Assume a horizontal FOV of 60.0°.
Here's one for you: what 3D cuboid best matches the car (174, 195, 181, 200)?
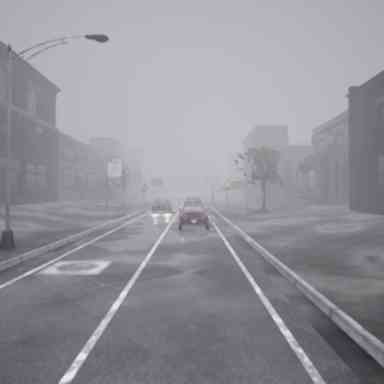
[{"bbox_3d":[-2.953,1.340,75.376,1.812,1.442,4.674,0,-1,0],"label":"car"}]

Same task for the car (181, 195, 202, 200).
[{"bbox_3d":[0.124,1.234,38.918,2.097,1.767,4.553,0,0,0],"label":"car"}]

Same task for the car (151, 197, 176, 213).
[{"bbox_3d":[-3.066,1.419,34.763,1.994,1.385,4.181,1,-1,0],"label":"car"}]

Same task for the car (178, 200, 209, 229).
[{"bbox_3d":[0.114,1.478,21.189,1.812,1.442,4.674,0,0,0],"label":"car"}]
